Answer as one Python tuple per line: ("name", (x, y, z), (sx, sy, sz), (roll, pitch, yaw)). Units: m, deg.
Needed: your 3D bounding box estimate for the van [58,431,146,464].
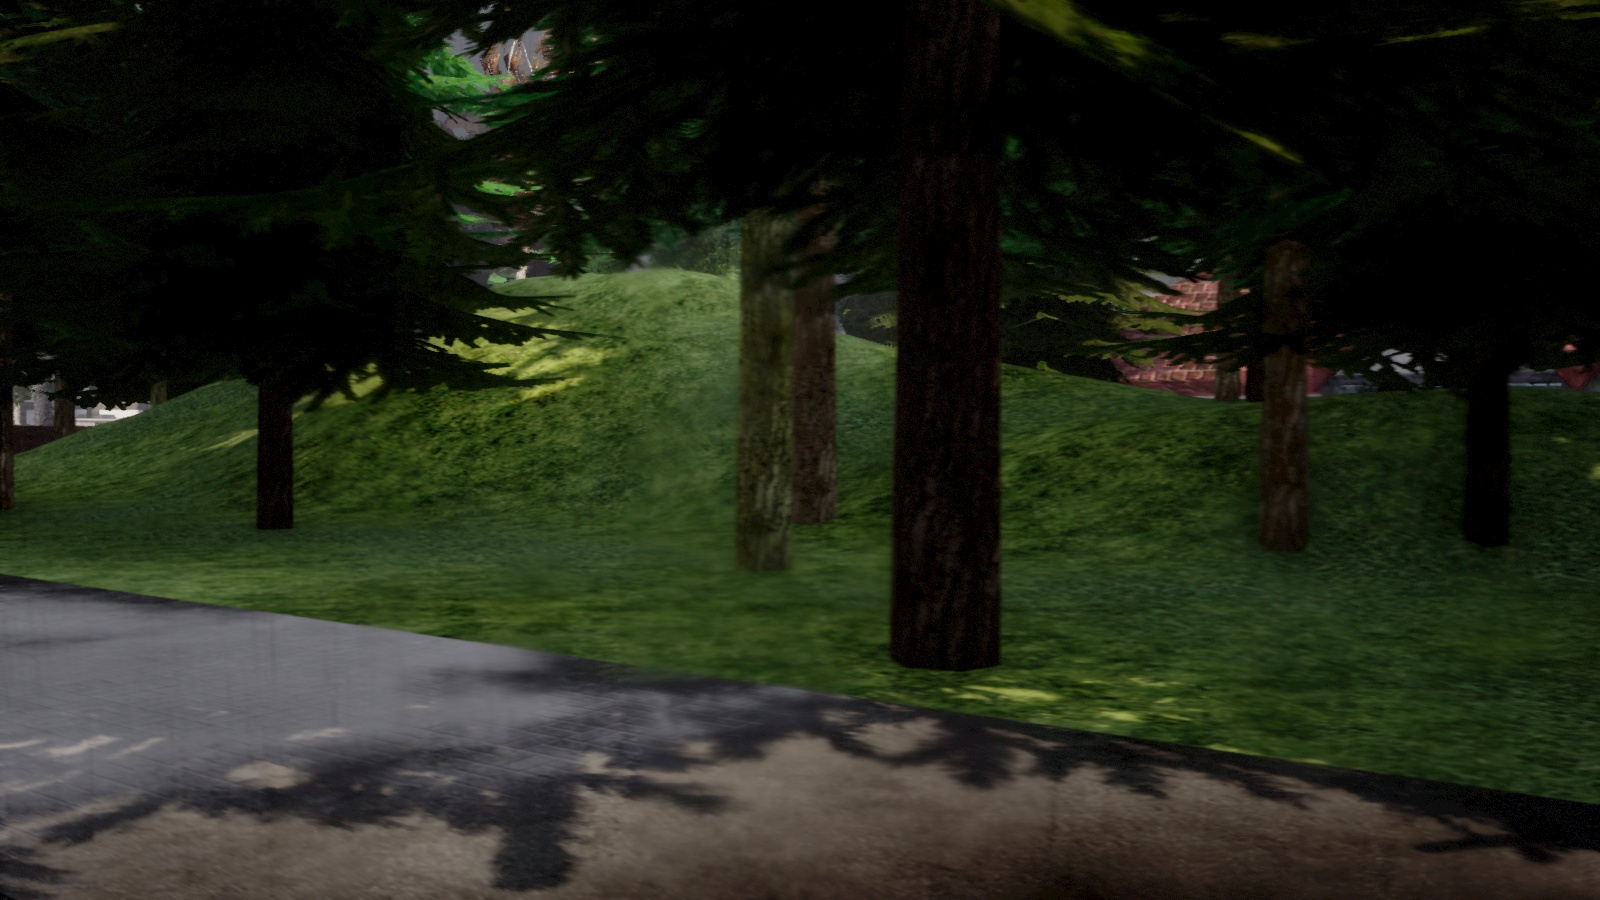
("van", (-43.261, -0.187, 77.905), (1.775, 1.987, 4.442), (0, 1, 34))
